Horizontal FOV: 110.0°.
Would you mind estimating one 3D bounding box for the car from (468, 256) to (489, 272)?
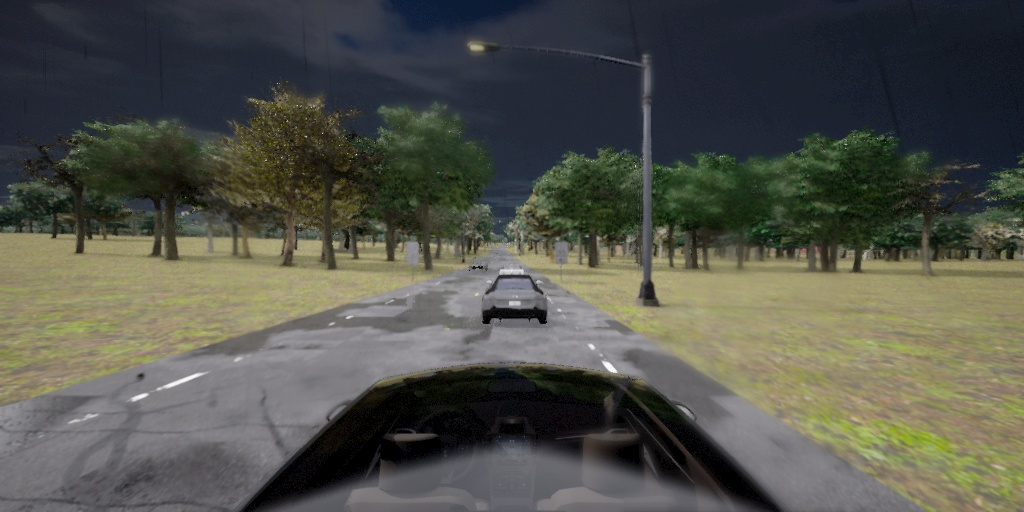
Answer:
[{"bbox_3d":[-3.735,0.825,40.717,2.097,1.767,4.553,0,0,-1],"label":"car"}]

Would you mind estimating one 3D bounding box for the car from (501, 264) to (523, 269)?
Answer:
[{"bbox_3d":[-0.025,1.303,29.292,1.895,1.301,4.718,0,0,0],"label":"car"}]

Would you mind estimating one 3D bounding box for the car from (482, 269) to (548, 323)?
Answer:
[{"bbox_3d":[0.073,1.296,12.063,1.994,1.385,4.181,0,0,0],"label":"car"}]
